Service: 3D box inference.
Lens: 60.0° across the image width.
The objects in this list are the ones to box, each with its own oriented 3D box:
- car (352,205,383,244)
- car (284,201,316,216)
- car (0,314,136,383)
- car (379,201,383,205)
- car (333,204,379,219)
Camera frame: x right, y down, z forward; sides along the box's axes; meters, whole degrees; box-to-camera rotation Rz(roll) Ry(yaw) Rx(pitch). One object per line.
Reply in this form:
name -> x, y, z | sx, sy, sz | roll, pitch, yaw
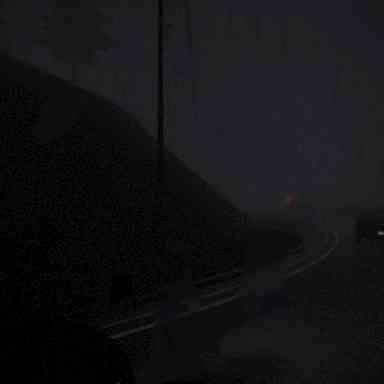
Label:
car -> 9.028, 1.610, 16.282 | 1.882, 1.535, 5.008 | 0, 0, 25
car -> 11.547, 1.772, 35.742 | 1.837, 1.490, 4.892 | 1, 0, -6
car -> -2.706, 1.496, 1.921 | 4.902, 1.511, 2.128 | 1, 0, -34
car -> 18.927, 1.475, 30.519 | 2.150, 2.045, 5.566 | 0, 0, 0
car -> 15.396, 1.854, 31.958 | 1.895, 1.301, 4.718 | 0, 0, -2
